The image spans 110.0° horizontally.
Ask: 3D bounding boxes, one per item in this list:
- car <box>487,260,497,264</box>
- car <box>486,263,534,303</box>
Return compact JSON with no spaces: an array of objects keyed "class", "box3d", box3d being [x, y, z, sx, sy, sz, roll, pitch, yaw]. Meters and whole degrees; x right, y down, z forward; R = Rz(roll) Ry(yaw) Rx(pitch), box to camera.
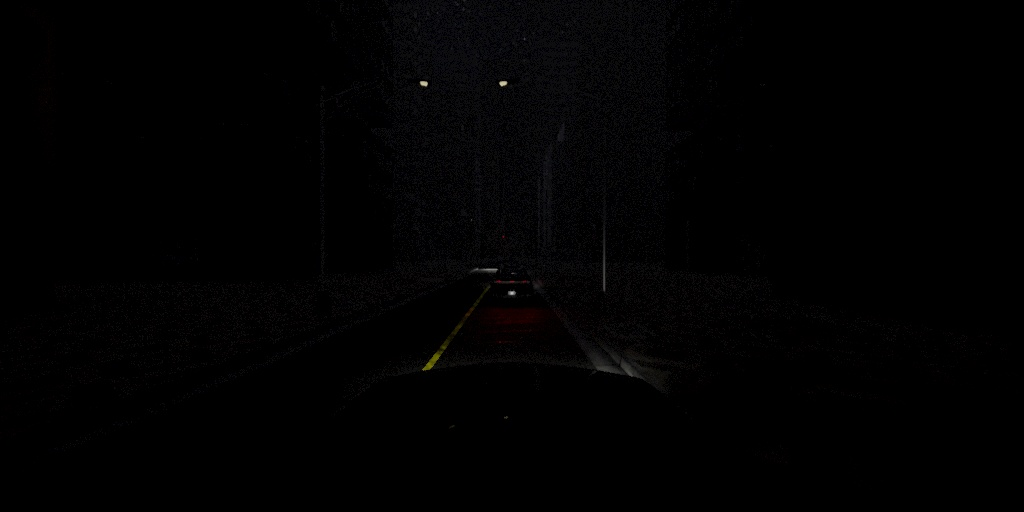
[{"class":"car","box3d":[-3.000,1.321,56.499,1.994,1.385,4.181,0,0,0]},{"class":"car","box3d":[0.000,1.243,16.500,2.128,1.511,4.902,0,0,0]}]
